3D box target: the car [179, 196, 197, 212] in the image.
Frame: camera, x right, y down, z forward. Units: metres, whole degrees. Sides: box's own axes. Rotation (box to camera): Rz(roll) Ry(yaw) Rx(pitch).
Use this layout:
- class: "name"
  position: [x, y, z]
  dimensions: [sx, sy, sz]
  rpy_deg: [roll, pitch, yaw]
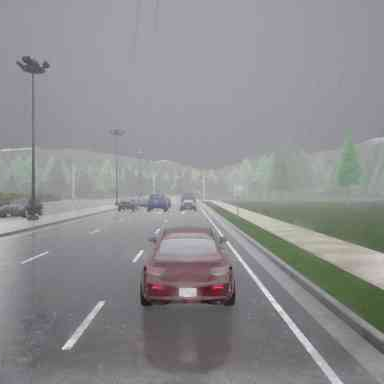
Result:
- class: "car"
  position: [-0.441, 1.526, 39.275]
  dimensions: [1.812, 1.442, 4.674]
  rpy_deg: [0, 0, -1]

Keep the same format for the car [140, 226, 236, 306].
- class: "car"
  position: [-0.094, 1.526, 7.899]
  dimensions: [1.812, 1.442, 4.674]
  rpy_deg: [0, 0, -1]

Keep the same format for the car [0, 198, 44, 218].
- class: "car"
  position: [-15.341, 1.352, 30.153]
  dimensions: [2.097, 1.767, 4.553]
  rpy_deg: [0, 0, -1]

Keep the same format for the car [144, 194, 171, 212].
- class: "car"
  position: [-3.937, 1.221, 38.902]
  dimensions: [2.150, 2.045, 5.566]
  rpy_deg: [0, 0, -1]

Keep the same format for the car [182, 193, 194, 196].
- class: "car"
  position: [-0.561, 1.221, 49.341]
  dimensions: [2.150, 2.045, 5.566]
  rpy_deg: [0, 0, -1]

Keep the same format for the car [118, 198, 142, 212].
- class: "car"
  position: [-7.440, 1.505, 39.129]
  dimensions: [1.837, 1.490, 4.892]
  rpy_deg: [0, 0, -1]

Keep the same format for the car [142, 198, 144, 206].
- class: "car"
  position: [-7.561, 1.564, 49.478]
  dimensions: [1.994, 1.385, 4.181]
  rpy_deg: [0, 0, -1]
